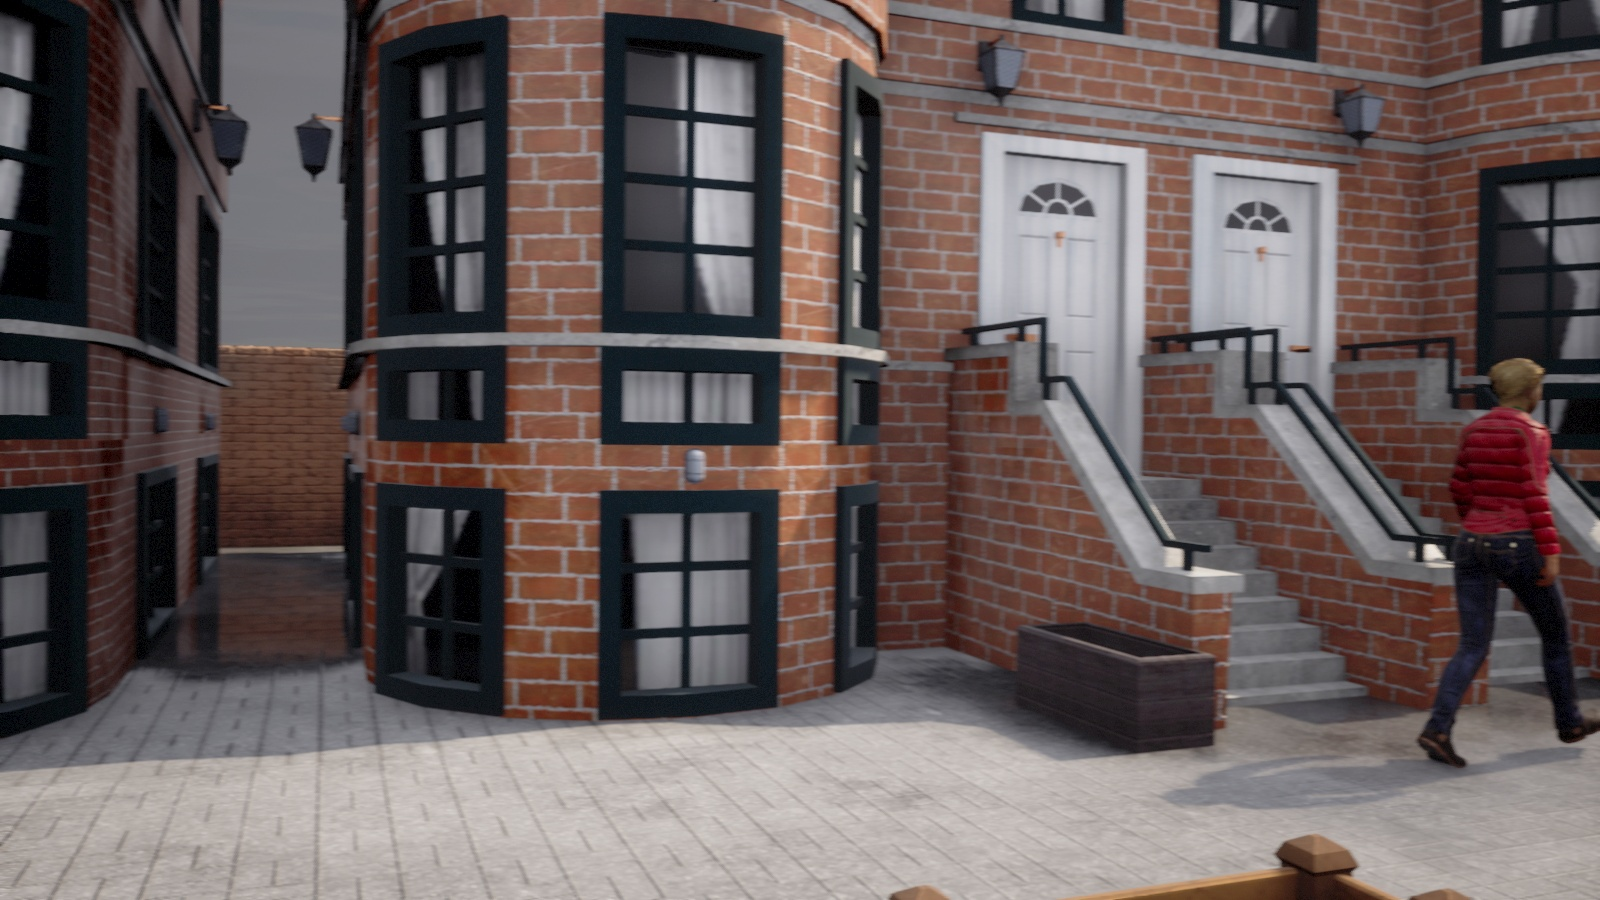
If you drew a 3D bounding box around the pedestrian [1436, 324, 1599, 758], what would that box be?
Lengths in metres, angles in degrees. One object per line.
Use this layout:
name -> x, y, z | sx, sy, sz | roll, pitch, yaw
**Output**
pedestrian -> 3.215, 0.382, 5.595 | 0.636, 1.846, 0.331 | -1, 1, -20
